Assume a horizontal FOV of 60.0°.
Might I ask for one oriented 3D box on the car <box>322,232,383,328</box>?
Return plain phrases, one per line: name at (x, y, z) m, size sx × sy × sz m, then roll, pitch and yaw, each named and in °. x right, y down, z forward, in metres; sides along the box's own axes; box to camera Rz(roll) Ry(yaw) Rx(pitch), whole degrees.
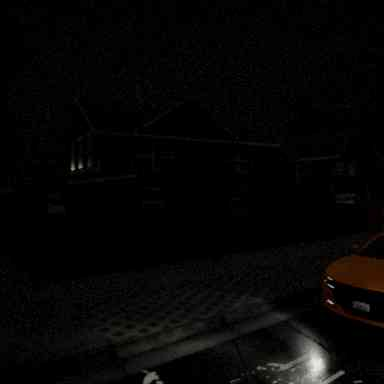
car at (4.581, 1.521, 6.763) m, size 5.008 × 1.535 × 1.882 m, roll 0°, pitch 0°, yaw -39°
